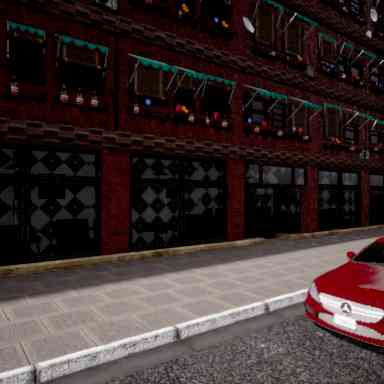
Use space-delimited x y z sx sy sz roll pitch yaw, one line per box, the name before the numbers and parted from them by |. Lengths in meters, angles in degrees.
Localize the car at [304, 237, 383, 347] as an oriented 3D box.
car | 3.998 1.527 5.942 4.674 1.442 1.812 0 0 -36
